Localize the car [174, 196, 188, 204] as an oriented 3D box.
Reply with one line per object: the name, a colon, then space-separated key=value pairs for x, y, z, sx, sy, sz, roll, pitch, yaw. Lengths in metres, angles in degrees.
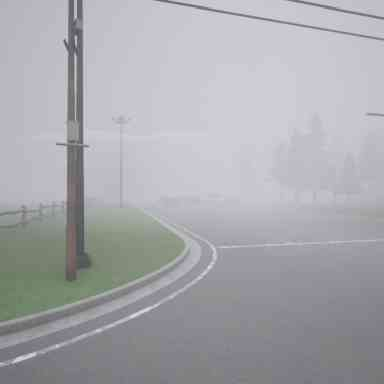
car: x=-2.218 y=1.515 z=66.605 sx=1.837 sy=1.490 sz=4.892 roll=0 pitch=0 yaw=-13

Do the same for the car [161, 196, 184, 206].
car: x=-3.291 y=1.500 z=55.692 sx=2.128 sy=1.511 sz=4.902 roll=0 pitch=0 yaw=-13

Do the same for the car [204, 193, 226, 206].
car: x=3.564 y=1.231 z=57.119 sx=2.150 sy=2.045 sz=5.566 roll=0 pitch=0 yaw=-13

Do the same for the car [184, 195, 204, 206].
car: x=0.081 y=1.361 z=56.645 sx=2.097 sy=1.767 sz=4.553 roll=0 pitch=0 yaw=-13

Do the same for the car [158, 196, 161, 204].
car: x=-5.628 y=1.487 z=65.818 sx=1.882 sy=1.535 sz=5.008 roll=0 pitch=0 yaw=-13

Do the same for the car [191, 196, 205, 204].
car: x=1.193 y=1.575 z=67.391 sx=1.994 sy=1.385 sz=4.181 roll=0 pitch=0 yaw=-13

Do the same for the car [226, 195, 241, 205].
car: x=6.920 y=1.362 z=58.141 sx=2.097 sy=1.767 sz=4.553 roll=0 pitch=0 yaw=-13
